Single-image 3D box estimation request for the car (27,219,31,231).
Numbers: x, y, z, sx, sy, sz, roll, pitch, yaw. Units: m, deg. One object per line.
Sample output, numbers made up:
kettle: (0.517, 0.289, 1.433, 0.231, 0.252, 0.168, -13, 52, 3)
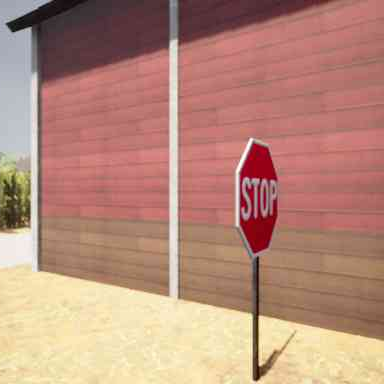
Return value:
car: (-6.580, 1.605, 18.564, 1.895, 1.301, 4.718, 0, 0, 32)
